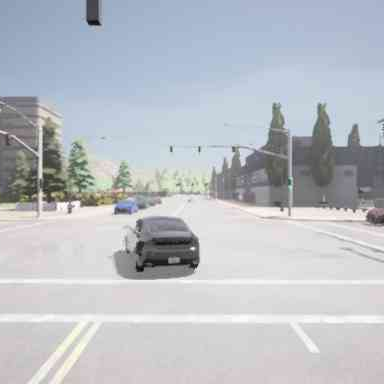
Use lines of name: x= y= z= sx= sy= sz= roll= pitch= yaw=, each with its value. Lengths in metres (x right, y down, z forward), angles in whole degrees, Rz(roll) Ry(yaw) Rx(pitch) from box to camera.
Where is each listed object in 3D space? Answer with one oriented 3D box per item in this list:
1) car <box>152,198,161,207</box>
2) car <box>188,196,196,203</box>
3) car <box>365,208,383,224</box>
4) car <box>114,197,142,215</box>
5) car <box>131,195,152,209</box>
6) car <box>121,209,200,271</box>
car: x=-7.018 y=1.676 z=55.663 sx=2.128 sy=1.511 sz=4.902 roll=0 pitch=0 yaw=0
car: x=-0.004 y=1.785 z=78.535 sx=1.812 sy=1.442 sz=4.674 roll=0 pitch=0 yaw=0
car: x=14.647 y=1.430 z=23.212 sx=4.553 sy=1.767 sz=2.097 roll=0 pitch=0 yaw=-1
car: x=-7.133 y=1.599 z=36.368 sx=1.882 sy=1.535 sz=5.008 roll=0 pitch=0 yaw=1
car: x=-7.084 y=1.630 z=45.961 sx=1.882 sy=1.535 sz=5.008 roll=0 pitch=0 yaw=0
car: x=-1.141 y=1.544 z=11.131 sx=1.837 sy=1.490 sz=4.892 roll=1 pitch=0 yaw=-16
